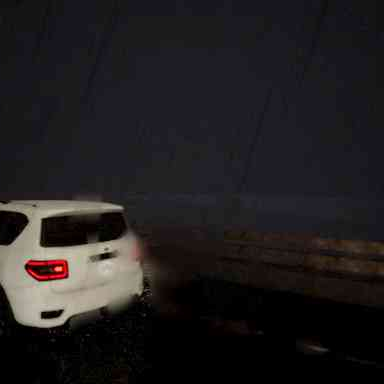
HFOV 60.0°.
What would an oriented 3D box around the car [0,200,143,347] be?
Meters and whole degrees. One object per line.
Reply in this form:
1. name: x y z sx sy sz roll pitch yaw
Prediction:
1. car: -3.434 1.168 6.475 5.566 2.045 2.150 1 0 36
